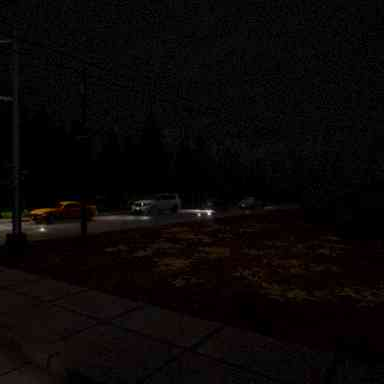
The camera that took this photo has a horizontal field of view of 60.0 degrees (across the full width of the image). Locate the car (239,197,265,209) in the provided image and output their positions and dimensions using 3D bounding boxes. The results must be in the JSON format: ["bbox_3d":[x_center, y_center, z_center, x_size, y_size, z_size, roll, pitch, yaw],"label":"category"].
[{"bbox_3d":[7.559,1.398,41.838,1.812,1.442,4.674,0,0,37],"label":"car"}]

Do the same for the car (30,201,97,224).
[{"bbox_3d":[-9.542,1.482,25.007,1.882,1.535,5.008,0,0,37],"label":"car"}]

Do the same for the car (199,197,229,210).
[{"bbox_3d":[2.800,1.401,41.602,1.837,1.490,4.892,0,0,37],"label":"car"}]

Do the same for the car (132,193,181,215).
[{"bbox_3d":[-3.425,1.172,33.246,2.150,2.045,5.566,0,0,36],"label":"car"}]
